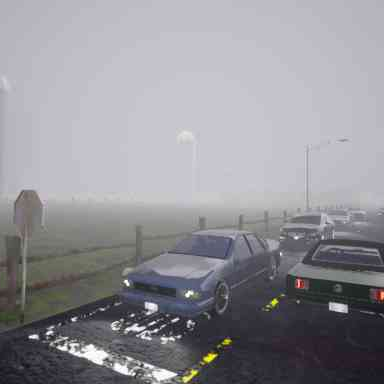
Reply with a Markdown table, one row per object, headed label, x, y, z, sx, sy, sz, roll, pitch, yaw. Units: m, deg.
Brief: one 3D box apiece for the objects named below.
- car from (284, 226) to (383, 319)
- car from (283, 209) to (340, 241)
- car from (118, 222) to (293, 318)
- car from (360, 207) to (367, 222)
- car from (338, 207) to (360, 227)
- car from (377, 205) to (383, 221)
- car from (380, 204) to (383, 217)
| label | x | y | z | sx | sy | sz | roll | pitch | yaw |
| --- | --- | --- | --- | --- | --- | --- | --- | --- | --- |
| car | 3.674 | 1.723 | 7.573 | 1.895 | 1.301 | 4.718 | 0 | -1 | 32 |
| car | 5.790 | 1.777 | 16.419 | 1.837 | 1.490 | 4.892 | 0 | -1 | 32 |
| car | 0.668 | 1.660 | 8.116 | 2.033 | 1.411 | 5.357 | 0 | -1 | 31 |
| car | 16.243 | 2.159 | 33.262 | 1.994 | 1.385 | 4.181 | 0 | -1 | 32 |
| car | 10.931 | 1.979 | 24.735 | 2.033 | 1.411 | 5.357 | 0 | -1 | 31 |
| car | 19.633 | 2.164 | 33.327 | 2.033 | 1.411 | 5.357 | 0 | -1 | 32 |
| car | 24.905 | 2.289 | 41.951 | 1.837 | 1.490 | 4.892 | 0 | -1 | 32 |
